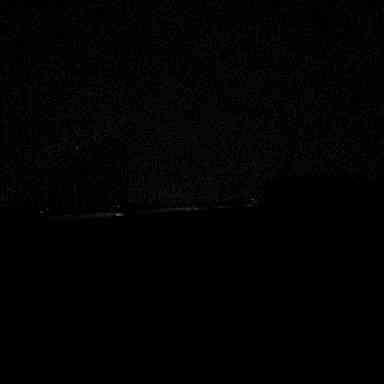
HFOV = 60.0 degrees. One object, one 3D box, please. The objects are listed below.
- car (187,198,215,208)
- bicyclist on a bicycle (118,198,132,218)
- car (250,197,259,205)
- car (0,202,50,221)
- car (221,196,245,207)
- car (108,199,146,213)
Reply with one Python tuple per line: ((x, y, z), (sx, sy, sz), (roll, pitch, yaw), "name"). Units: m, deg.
((1.322, 1.566, 48.355), (1.895, 1.301, 4.718), (-1, -1, 36), "car")
((-5.672, 1.351, 28.116), (1.656, 1.620, 0.582), (0, 0, 35), "bicyclist on a bicycle")
((11.958, 1.477, 58.540), (2.128, 1.511, 4.902), (-1, -1, 35), "car")
((-14.142, 1.540, 26.440), (2.033, 1.411, 5.357), (-1, -1, 34), "car")
((6.256, 1.406, 50.361), (1.882, 1.535, 5.008), (-1, -1, 36), "car")
((-7.063, 1.491, 36.522), (1.812, 1.442, 4.674), (-1, -1, 35), "car")
